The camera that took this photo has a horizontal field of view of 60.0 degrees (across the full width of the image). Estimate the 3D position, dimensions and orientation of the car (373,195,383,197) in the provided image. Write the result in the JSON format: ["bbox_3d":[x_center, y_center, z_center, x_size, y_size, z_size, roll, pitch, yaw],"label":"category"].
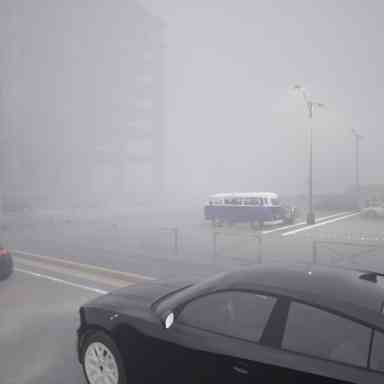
[{"bbox_3d":[17.953,1.153,29.282,4.605,1.855,1.932,0,0,36],"label":"car"}]

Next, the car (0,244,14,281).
[{"bbox_3d":[-6.456,1.563,8.588,4.181,1.385,1.994,0,0,36],"label":"car"}]

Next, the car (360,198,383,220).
[{"bbox_3d":[14.728,1.395,24.730,3.806,1.475,1.970,0,0,36],"label":"car"}]

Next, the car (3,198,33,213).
[{"bbox_3d":[-18.750,1.421,33.555,1.882,1.535,5.008,0,0,36],"label":"car"}]

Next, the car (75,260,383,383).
[{"bbox_3d":[0.865,1.478,3.378,5.008,1.535,1.882,0,0,36],"label":"car"}]

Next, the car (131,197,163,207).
[{"bbox_3d":[-6.741,1.491,50.415,2.033,1.411,5.357,0,0,36],"label":"car"}]

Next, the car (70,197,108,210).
[{"bbox_3d":[-12.906,1.421,41.759,1.882,1.535,5.008,0,0,35],"label":"car"}]

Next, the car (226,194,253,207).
[{"bbox_3d":[8.474,1.544,59.414,1.895,1.301,4.718,0,0,35],"label":"car"}]
